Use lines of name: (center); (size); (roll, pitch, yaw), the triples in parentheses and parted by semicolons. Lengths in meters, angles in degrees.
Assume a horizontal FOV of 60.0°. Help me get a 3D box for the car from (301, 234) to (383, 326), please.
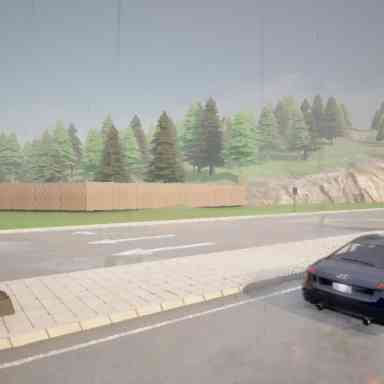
car: (4.129, 1.564, 6.694); (4.181, 1.385, 1.994); (0, 0, -35)
